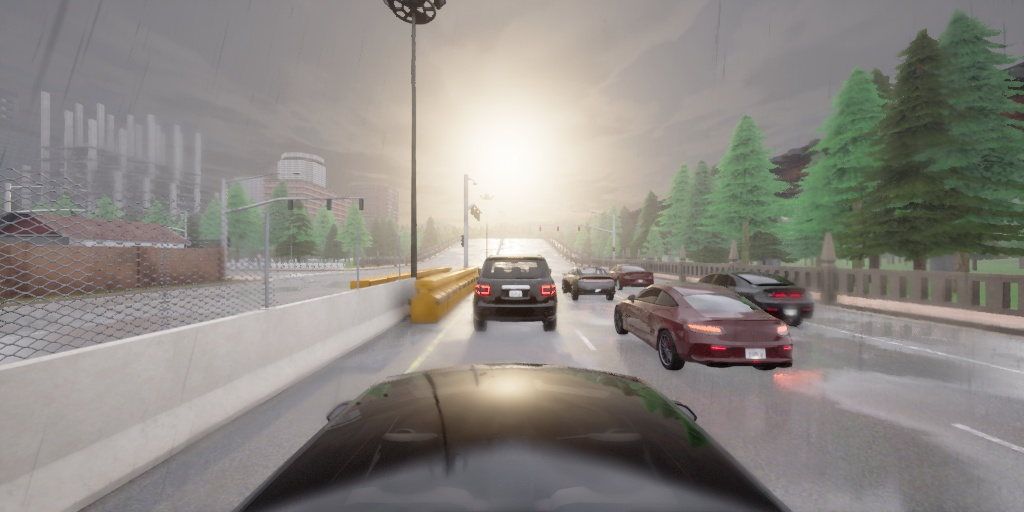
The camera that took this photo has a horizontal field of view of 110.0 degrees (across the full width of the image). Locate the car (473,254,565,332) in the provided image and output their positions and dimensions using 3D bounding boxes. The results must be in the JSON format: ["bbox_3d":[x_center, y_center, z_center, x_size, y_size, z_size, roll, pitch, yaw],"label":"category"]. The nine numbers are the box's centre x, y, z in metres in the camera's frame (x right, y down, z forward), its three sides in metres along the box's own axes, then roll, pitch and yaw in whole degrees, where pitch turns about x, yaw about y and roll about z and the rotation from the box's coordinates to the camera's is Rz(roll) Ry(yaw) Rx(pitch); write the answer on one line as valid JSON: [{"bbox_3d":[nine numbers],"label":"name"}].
[{"bbox_3d":[0.088,0.971,11.038,2.150,2.045,5.566,0,0,0],"label":"car"}]

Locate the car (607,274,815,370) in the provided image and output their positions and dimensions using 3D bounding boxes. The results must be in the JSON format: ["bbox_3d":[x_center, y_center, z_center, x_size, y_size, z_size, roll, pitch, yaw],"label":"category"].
[{"bbox_3d":[3.597,1.276,7.595,1.812,1.442,4.674,0,0,0],"label":"car"}]

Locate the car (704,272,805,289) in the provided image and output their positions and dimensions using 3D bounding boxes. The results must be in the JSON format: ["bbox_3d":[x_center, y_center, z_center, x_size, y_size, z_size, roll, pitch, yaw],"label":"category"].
[{"bbox_3d":[7.090,1.250,11.536,1.837,1.490,4.892,0,-2,0],"label":"car"}]

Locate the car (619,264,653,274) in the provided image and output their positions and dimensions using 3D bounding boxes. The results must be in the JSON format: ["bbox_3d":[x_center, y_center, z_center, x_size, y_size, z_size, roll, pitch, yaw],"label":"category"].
[{"bbox_3d":[7.079,1.228,22.255,1.882,1.535,5.008,0,0,0],"label":"car"}]

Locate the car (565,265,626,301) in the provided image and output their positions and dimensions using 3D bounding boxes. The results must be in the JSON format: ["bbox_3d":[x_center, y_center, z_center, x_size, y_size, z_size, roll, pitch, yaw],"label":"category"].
[{"bbox_3d":[3.585,1.242,17.416,2.128,1.511,4.902,0,0,0],"label":"car"}]
